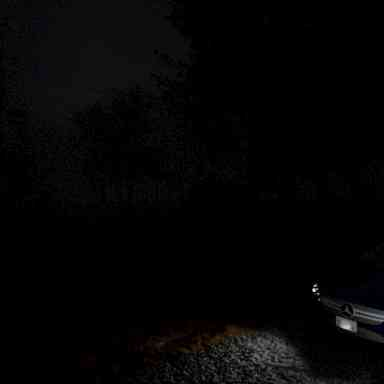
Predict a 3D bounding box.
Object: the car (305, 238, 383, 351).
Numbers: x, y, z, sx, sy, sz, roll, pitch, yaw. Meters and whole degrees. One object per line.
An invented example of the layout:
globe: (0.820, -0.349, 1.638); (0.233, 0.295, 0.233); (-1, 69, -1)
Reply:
car: (3.985, 1.480, 5.703); (4.674, 1.442, 1.812); (0, 0, -33)
